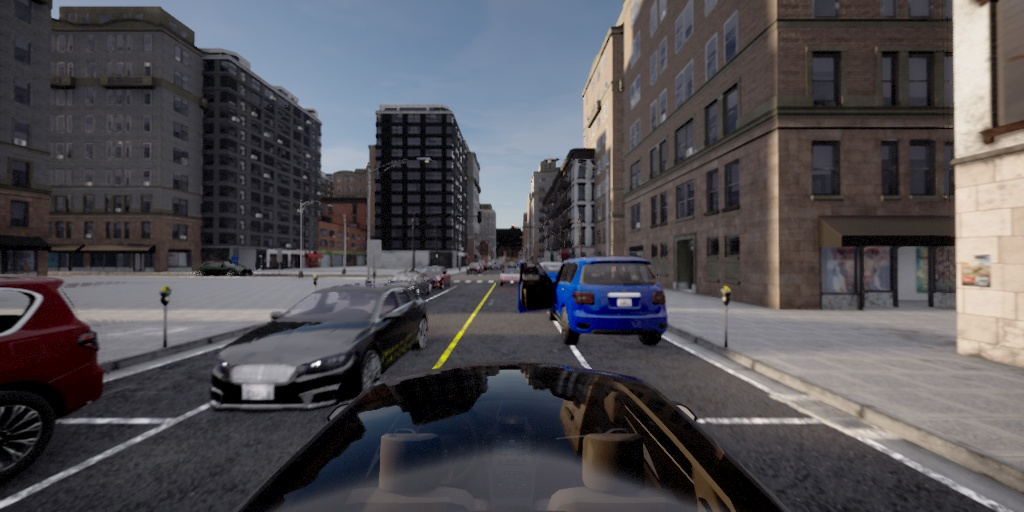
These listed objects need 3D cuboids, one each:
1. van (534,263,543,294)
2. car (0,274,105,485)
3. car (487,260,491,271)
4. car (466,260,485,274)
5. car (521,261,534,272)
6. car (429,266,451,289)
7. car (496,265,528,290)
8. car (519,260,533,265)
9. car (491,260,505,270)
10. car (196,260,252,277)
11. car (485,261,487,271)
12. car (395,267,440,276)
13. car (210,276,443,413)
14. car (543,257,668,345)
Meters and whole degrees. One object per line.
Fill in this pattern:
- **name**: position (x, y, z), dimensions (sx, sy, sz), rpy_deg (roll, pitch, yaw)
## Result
- **van**: position (2.638, 1.318, 24.471), dimensions (1.690, 1.789, 3.998), rpy_deg (0, 0, 0)
- **car**: position (-5.388, 1.065, 1.753), dimensions (2.192, 1.841, 5.009), rpy_deg (0, 0, 0)
- **car**: position (-5.385, 1.661, 62.169), dimensions (2.192, 1.841, 5.009), rpy_deg (0, 0, 0)
- **car**: position (-5.385, 1.680, 51.350), dimensions (1.967, 1.591, 4.097), rpy_deg (0, 0, 0)
- **car**: position (2.640, 1.785, 51.350), dimensions (1.888, 1.381, 4.507), rpy_deg (0, 0, 0)
- **car**: position (-5.387, 1.417, 24.472), dimensions (1.967, 1.591, 4.097), rpy_deg (0, 0, 0)
- **car**: position (0.001, 1.615, 28.266), dimensions (1.895, 1.301, 4.718), rpy_deg (0, -1, 0)
- **car**: position (2.640, 1.608, 56.759), dimensions (2.192, 1.841, 5.009), rpy_deg (0, 0, 0)
- **car**: position (-2.805, 1.919, 63.074), dimensions (1.994, 1.385, 4.181), rpy_deg (0, -1, 1)
- **car**: position (-29.366, 1.294, 36.710), dimensions (4.553, 1.767, 2.097), rpy_deg (0, -1, 0)
- **car**: position (-5.385, 1.819, 56.589), dimensions (1.751, 1.417, 4.829), rpy_deg (0, 0, 0)
- **car**: position (-5.387, 1.472, 18.792), dimensions (2.007, 1.370, 4.403), rpy_deg (0, 0, 0)
- **car**: position (-2.849, 1.290, 6.482), dimensions (2.128, 1.511, 4.902), rpy_deg (0, -1, 0)
- **car**: position (2.269, 1.054, 9.910), dimensions (2.150, 2.045, 5.566), rpy_deg (0, -1, 0)
